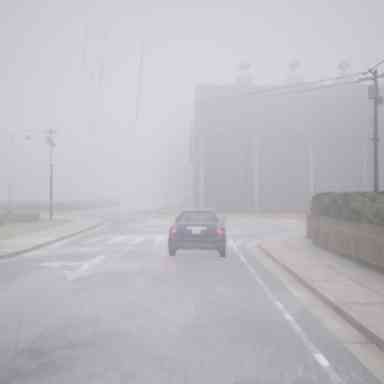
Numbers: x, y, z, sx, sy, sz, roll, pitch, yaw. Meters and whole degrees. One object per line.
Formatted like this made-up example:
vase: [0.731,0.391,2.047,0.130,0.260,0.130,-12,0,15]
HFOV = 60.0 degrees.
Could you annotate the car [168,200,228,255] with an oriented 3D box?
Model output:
car: [0.372,1.409,13.701,2.097,1.767,4.553,0,0,6]

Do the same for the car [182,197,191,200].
car: [-1.344,1.947,86.075,1.895,1.301,4.718,0,0,5]
